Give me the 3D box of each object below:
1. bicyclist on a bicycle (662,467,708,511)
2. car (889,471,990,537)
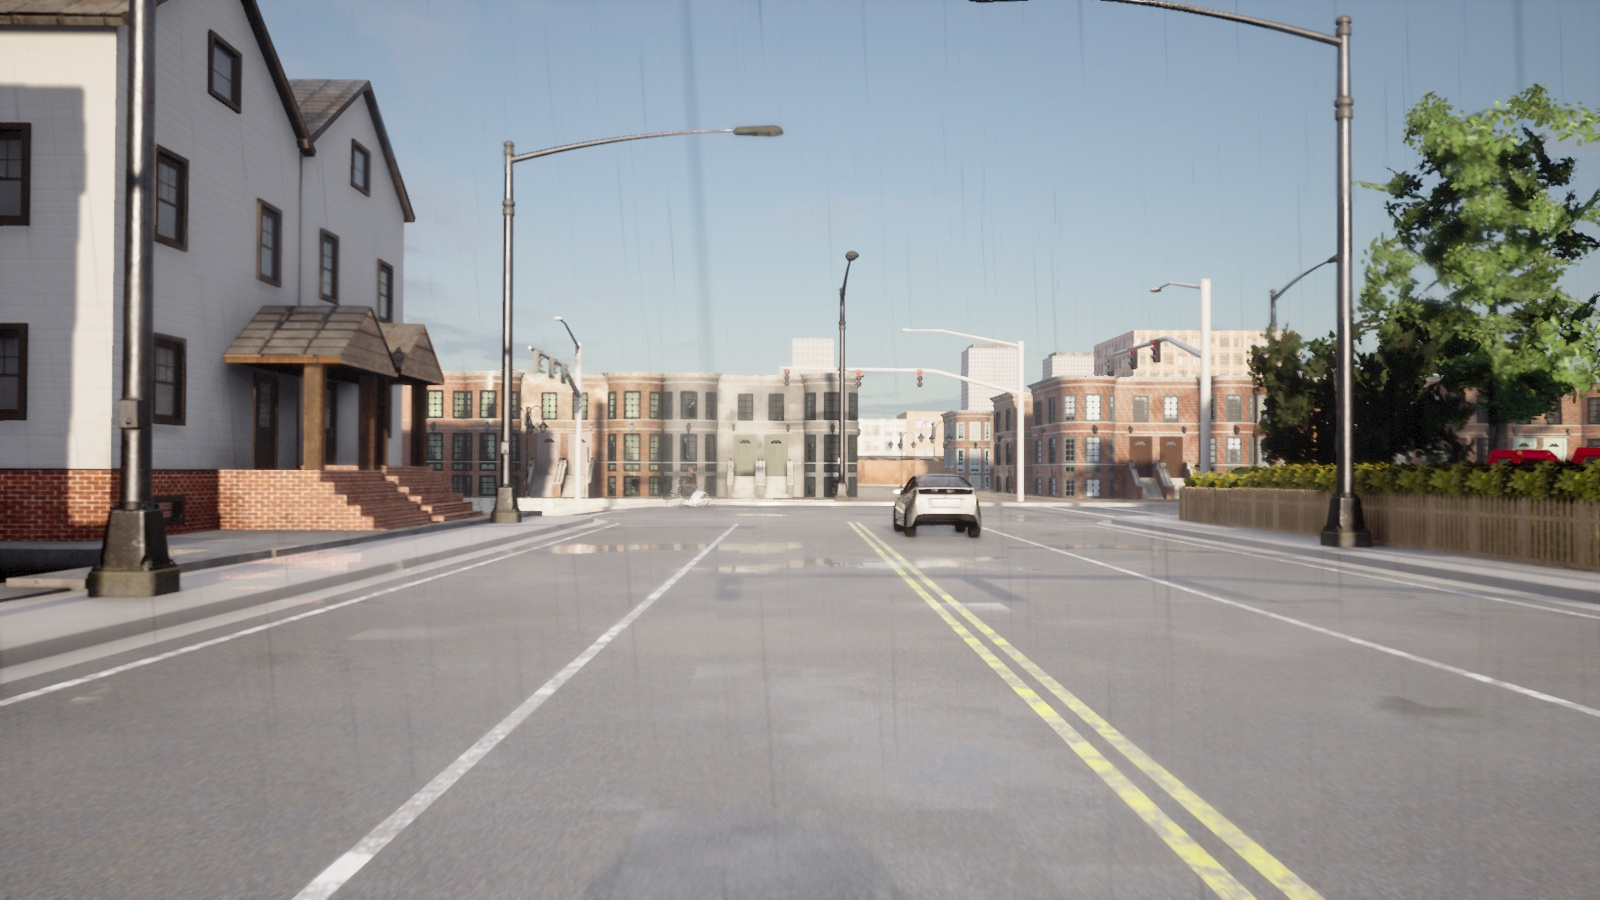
[{"bbox_3d":[-4.783,1.624,52.382,1.843,1.776,0.659,-1,-1,0],"label":"bicyclist on a bicycle"},{"bbox_3d":[3.422,1.296,31.613,2.007,1.525,4.514,0,-1,0],"label":"car"}]
